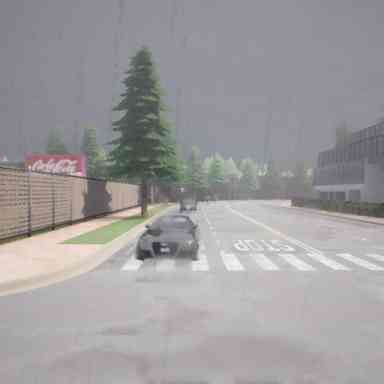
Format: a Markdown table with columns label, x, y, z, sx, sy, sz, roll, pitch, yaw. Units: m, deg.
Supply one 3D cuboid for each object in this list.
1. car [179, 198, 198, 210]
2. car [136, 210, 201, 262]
| label | x | y | z | sx | sy | sz | roll | pitch | yaw |
| --- | --- | --- | --- | --- | --- | --- | --- | --- | --- |
| car | -0.383 | 1.501 | 38.065 | 2.128 | 1.511 | 4.902 | 0 | 0 | 1 |
| car | -0.701 | 1.572 | 12.108 | 1.994 | 1.385 | 4.181 | 0 | 0 | 3 |
